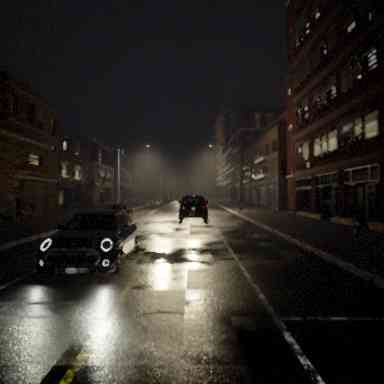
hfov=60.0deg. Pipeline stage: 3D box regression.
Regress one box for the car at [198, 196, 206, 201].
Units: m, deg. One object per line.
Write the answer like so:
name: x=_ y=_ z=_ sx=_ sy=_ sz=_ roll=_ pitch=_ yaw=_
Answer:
car: x=2.714 y=1.675 z=88.825 sx=1.887 sy=1.381 sz=4.507 roll=1 pitch=0 yaw=0

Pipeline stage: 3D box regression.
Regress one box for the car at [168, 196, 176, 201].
car: x=-5.674 y=1.722 z=94.452 sx=1.802 sy=1.307 sz=4.206 roll=1 pitch=0 yaw=0

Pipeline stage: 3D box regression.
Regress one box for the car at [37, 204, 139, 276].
car: x=-2.999 y=1.366 z=10.498 sx=2.097 sy=1.767 sz=4.553 roll=0 pitch=0 yaw=0

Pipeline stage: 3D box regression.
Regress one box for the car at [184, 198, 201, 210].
car: x=0.105 y=1.555 z=45.094 sx=2.128 sy=1.511 sz=4.902 roll=0 pitch=0 yaw=0

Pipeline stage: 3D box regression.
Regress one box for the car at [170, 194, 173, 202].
car: x=-5.666 y=1.543 z=71.706 sx=1.967 sy=1.590 sz=4.097 roll=1 pitch=0 yaw=0

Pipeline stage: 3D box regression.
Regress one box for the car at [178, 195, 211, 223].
car: x=0.105 y=1.259 z=26.205 sx=2.150 sy=2.045 sz=5.566 roll=0 pitch=0 yaw=0

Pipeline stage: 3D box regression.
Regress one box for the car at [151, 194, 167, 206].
car: x=-5.668 y=1.516 z=54.645 sx=1.967 sy=1.590 sz=4.097 roll=1 pitch=0 yaw=0

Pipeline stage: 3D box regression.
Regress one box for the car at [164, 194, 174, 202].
car: x=-5.662 y=1.436 z=83.079 sx=2.192 sy=1.841 sz=5.009 roll=1 pitch=0 yaw=0

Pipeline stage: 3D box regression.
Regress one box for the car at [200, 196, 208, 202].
car: x=2.712 y=1.694 z=77.452 sx=1.802 sy=1.307 sz=4.206 roll=1 pitch=0 yaw=0

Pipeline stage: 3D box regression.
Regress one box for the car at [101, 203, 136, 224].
car: x=-5.674 y=1.618 z=26.212 sx=1.802 sy=1.307 sz=4.206 roll=1 pitch=0 yaw=0

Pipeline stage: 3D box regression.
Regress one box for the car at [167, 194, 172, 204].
car: x=-5.669 y=1.659 z=66.019 sx=1.947 sy=1.339 sz=4.313 roll=1 pitch=0 yaw=0

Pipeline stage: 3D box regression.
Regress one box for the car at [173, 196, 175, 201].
car: x=-5.668 y=1.678 z=77.392 sx=1.947 sy=1.339 sz=4.313 roll=1 pitch=0 yaw=0
